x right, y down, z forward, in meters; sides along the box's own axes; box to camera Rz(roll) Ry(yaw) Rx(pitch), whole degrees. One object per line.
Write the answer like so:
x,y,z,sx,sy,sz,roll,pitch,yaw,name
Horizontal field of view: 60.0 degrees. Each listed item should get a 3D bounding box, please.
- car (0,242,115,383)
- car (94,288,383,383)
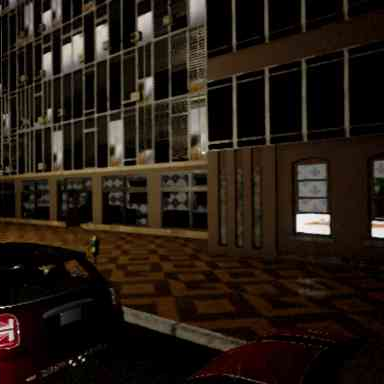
-2.991,1.487,5.012,4.097,1.590,1.967,-1,0,36,car
1.641,1.436,1.706,4.097,1.590,1.967,-1,0,36,car
